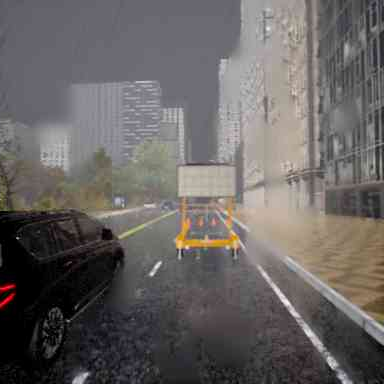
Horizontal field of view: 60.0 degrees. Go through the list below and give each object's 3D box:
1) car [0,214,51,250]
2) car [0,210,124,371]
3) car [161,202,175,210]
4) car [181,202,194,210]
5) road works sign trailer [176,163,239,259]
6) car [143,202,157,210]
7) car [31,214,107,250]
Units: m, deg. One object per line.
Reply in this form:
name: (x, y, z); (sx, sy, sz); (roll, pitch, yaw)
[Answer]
car: (-9.126, 1.883, 16.765); (1.895, 1.301, 4.718); (0, -1, 2)
car: (-2.842, 1.318, 5.989); (2.150, 2.045, 5.566); (0, 0, 2)
car: (-4.216, 2.466, 58.721); (1.812, 1.442, 4.674); (0, -1, 3)
car: (-0.799, 2.442, 58.550); (1.812, 1.442, 4.674); (0, -1, 2)
road works sign trailer: (0.595, 0.637, 13.331); (2.380, 3.560, 2.880); (0, -1, 2)
car: (-7.462, 2.487, 58.839); (1.812, 1.442, 4.674); (0, -1, 3)
car: (-5.879, 1.861, 16.638); (1.895, 1.301, 4.718); (0, -1, 2)
